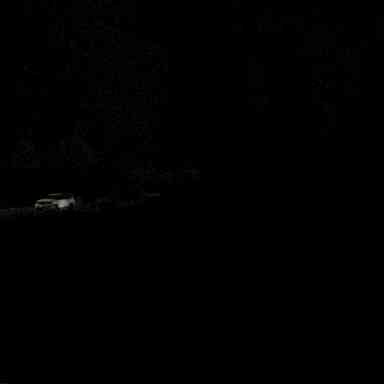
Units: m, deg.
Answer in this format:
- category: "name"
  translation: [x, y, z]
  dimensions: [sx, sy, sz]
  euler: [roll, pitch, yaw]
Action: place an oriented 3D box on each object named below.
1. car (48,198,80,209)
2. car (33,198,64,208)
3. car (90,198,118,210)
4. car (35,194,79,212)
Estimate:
- category: "car"
  translation: [-18.072, 1.601, 47.105]
  dimensions: [1.895, 1.301, 4.718]
  euler: [0, 0, 14]
- category: "car"
  translation: [-21.153, 1.565, 49.235]
  dimensions: [1.994, 1.385, 4.181]
  euler: [0, 0, 14]
- category: "car"
  translation: [-11.630, 1.478, 43.985]
  dimensions: [1.882, 1.535, 5.008]
  euler: [0, 0, 14]
- category: "car"
  translation: [-16.239, 1.221, 39.840]
  dimensions: [2.150, 2.045, 5.566]
  euler: [0, 0, 14]
